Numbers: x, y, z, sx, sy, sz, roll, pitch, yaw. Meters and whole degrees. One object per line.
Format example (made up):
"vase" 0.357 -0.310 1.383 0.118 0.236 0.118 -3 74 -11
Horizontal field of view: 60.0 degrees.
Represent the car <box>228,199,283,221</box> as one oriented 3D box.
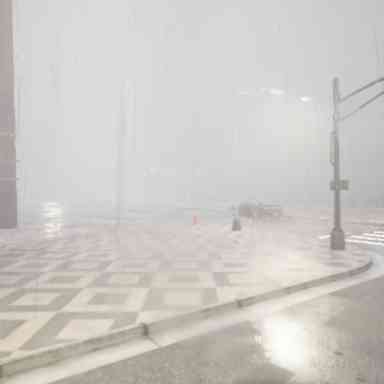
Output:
"car" 4.496 1.238 24.306 2.128 1.511 4.902 0 1 -26
